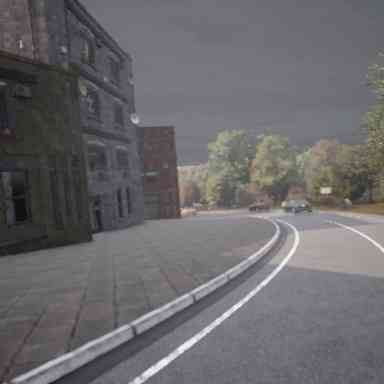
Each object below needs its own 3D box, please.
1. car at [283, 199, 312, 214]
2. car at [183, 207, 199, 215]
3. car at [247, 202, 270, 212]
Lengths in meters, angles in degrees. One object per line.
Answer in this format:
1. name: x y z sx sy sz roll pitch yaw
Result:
1. car: 12.762 1.710 40.830 2.097 1.767 4.553 -5 -2 -6
2. car: -0.331 3.979 71.341 2.097 1.767 4.553 -6 -1 -25
3. car: 10.552 2.399 53.271 1.882 1.535 5.008 -5 -2 -18
